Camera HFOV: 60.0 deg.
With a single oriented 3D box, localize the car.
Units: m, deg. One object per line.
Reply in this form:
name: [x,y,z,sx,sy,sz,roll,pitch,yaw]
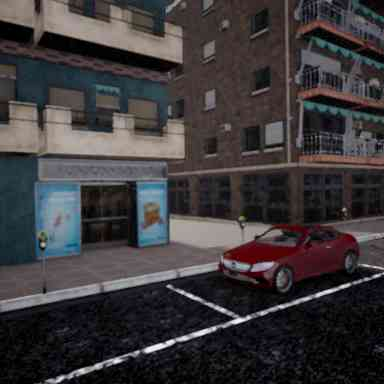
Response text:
car: [2.590,1.470,8.377,4.206,1.307,1.802,-1,0,-35]
